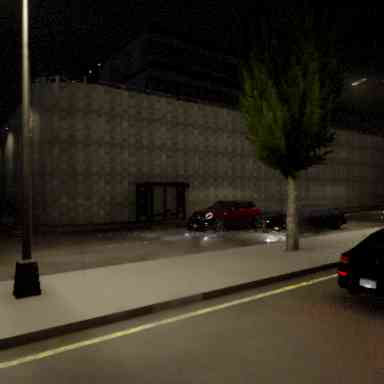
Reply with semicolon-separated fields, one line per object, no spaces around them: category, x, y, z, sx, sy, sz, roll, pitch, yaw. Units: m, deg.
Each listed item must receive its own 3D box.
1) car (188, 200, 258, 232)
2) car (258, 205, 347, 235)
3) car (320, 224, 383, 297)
car;1.990;1.262;19.536;4.553;1.767;2.097;-1;0;-35
car;6.438;1.436;18.411;5.357;1.411;2.033;-1;0;-35
car;5.057;1.467;7.352;4.674;1.442;1.812;-1;0;-35
